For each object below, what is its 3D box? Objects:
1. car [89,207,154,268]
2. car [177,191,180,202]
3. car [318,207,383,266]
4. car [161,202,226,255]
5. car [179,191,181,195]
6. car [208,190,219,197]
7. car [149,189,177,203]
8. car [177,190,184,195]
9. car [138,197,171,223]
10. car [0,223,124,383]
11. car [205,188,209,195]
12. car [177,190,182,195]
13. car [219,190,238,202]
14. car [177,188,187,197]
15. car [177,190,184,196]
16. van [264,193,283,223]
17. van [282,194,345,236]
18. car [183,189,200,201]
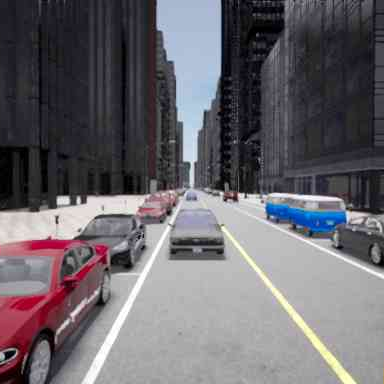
[{"bbox_3d":[-2.501,1.389,10.631,1.947,1.339,4.313,0,1,0],"label":"car"},{"bbox_3d":[-2.707,0.930,38.718,1.887,1.381,4.507,0,1,0],"label":"car"},{"bbox_3d":[6.023,1.398,10.710,2.008,1.369,4.403,0,1,0],"label":"car"},{"bbox_3d":[0.147,1.346,12.700,2.033,1.411,5.357,0,1,0],"label":"car"},{"bbox_3d":[-2.749,0.881,44.336,1.802,1.307,4.206,0,1,0],"label":"car"},{"bbox_3d":[5.538,0.381,76.886,2.008,1.369,4.403,0,1,0],"label":"car"},{"bbox_3d":[-2.624,0.875,27.479,2.192,1.841,5.009,0,1,0],"label":"car"},{"bbox_3d":[-3.111,0.099,93.710,1.887,1.381,4.507,0,1,0],"label":"car"},{"bbox_3d":[-2.584,1.229,21.866,1.802,1.307,4.206,0,1,0],"label":"car"},{"bbox_3d":[-2.460,1.456,5.012,1.887,1.381,4.507,0,1,0],"label":"car"},{"bbox_3d":[5.414,0.124,93.791,1.887,1.381,4.507,0,1,0],"label":"car"},{"bbox_3d":[-2.790,0.794,49.953,1.802,1.307,4.206,0,1,0],"label":"car"},{"bbox_3d":[5.735,0.552,50.032,2.192,1.841,5.009,0,1,0],"label":"car"},{"bbox_3d":[-2.986,0.121,76.800,2.192,1.841,5.009,0,1,0],"label":"car"},{"bbox_3d":[-3.068,0.166,87.904,1.752,1.417,4.829,0,1,0],"label":"car"},{"bbox_3d":[5.941,1.013,21.942,1.690,1.788,3.998,0,1,0],"label":"van"},{"bbox_3d":[5.983,1.101,16.325,1.690,1.788,3.998,0,1,0],"label":"van"},{"bbox_3d":[-0.061,0.675,54.651,1.812,1.442,4.674,0,1,0],"label":"car"}]
